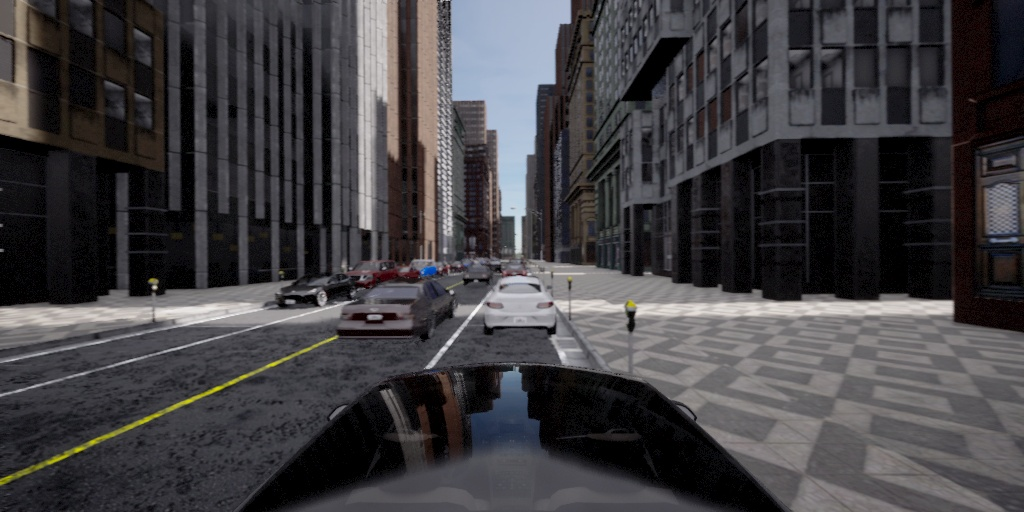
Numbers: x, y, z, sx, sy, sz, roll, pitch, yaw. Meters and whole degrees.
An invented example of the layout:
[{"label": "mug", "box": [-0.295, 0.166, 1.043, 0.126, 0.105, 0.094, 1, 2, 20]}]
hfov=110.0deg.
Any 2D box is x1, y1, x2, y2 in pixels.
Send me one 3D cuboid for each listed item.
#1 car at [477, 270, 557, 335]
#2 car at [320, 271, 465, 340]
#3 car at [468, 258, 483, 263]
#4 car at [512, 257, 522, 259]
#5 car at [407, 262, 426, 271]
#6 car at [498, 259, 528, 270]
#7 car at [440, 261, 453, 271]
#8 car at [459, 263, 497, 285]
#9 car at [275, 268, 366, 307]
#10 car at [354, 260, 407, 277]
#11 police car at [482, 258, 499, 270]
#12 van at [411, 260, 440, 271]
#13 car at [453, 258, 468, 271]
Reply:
[{"label": "car", "box": [0.236, 1.295, 10.454, 1.812, 1.442, 4.674, 0, 0, 1]}, {"label": "car", "box": [-2.823, 1.337, 10.035, 2.033, 1.411, 5.357, 0, 0, 1]}, {"label": "car", "box": [-4.995, 1.398, 50.316, 2.128, 1.511, 4.902, 0, 0, 1]}, {"label": "car", "box": [0.504, 1.152, 38.430, 2.192, 1.841, 5.009, 0, 0, 1]}, {"label": "car", "box": [-8.280, 1.415, 27.348, 1.888, 1.381, 4.507, 0, 0, 1]}, {"label": "car", "box": [0.242, 1.251, 27.159, 1.967, 1.591, 4.097, 0, 0, 1]}, {"label": "car", "box": [-8.019, 1.336, 38.618, 1.967, 1.591, 4.097, 0, 0, 1]}, {"label": "car", "box": [-2.431, 1.430, 26.922, 1.895, 1.301, 4.718, 0, 0, 1]}, {"label": "car", "box": [-8.542, 1.410, 16.077, 1.948, 1.339, 4.313, 0, 0, 1]}, {"label": "car", "box": [-8.411, 1.172, 21.712, 2.192, 1.841, 5.009, 0, 0, 1]}, {"label": "police car", "box": [-2.129, 1.295, 44.242, 1.930, 1.638, 5.238, 0, 0, 1]}, {"label": "van", "box": [-8.150, 1.224, 32.983, 1.690, 1.789, 3.998, 0, 0, 1]}, {"label": "car", "box": [-7.757, 1.363, 49.889, 1.967, 1.591, 4.097, 0, 0, 1]}]
